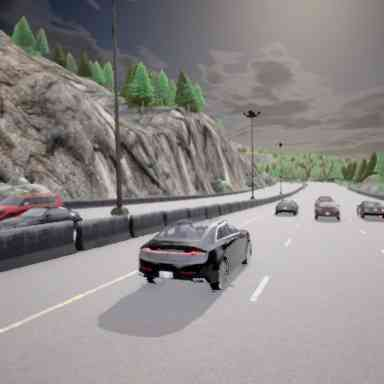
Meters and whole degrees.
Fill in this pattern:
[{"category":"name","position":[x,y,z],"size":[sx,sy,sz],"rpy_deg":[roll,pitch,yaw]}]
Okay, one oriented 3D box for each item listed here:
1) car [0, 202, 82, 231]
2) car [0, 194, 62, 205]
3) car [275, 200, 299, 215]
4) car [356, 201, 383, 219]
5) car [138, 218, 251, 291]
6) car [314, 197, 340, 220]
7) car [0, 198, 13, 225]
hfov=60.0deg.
[{"category":"car","position":[-7.841,1.482,17.621],"size":[1.812,1.442,4.674],"rpy_deg":[0,0,21]},{"category":"car","position":[-10.427,1.172,20.656],"size":[2.150,2.045,5.566],"rpy_deg":[0,0,21]},{"category":"car","position":[9.462,1.461,32.909],"size":[1.994,1.385,4.181],"rpy_deg":[0,0,22]},{"category":"car","position":[15.180,1.453,28.254],"size":[2.033,1.411,5.357],"rpy_deg":[0,0,21]},{"category":"car","position":[0.342,1.465,9.067],"size":[2.128,1.511,4.902],"rpy_deg":[0,0,21]},{"category":"car","position":[10.982,1.438,27.097],"size":[1.812,1.442,4.674],"rpy_deg":[0,0,21]},{"category":"car","position":[-14.054,1.305,20.969],"size":[2.097,1.767,4.553],"rpy_deg":[0,0,21]}]
